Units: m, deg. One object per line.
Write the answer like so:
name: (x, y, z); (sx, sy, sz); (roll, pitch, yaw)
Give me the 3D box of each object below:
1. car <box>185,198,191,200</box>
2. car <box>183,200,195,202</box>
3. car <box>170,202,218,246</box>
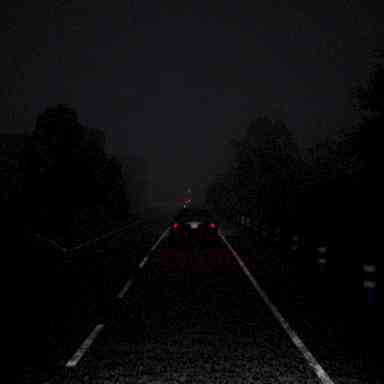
car: (0.013, 2.851, 75.075); (2.097, 1.767, 4.553); (0, -1, 0)
car: (0.026, 2.495, 54.919); (2.128, 1.511, 4.902); (0, -3, 1)
car: (0.100, 1.513, 16.212); (2.097, 1.767, 4.553); (0, -1, 0)
